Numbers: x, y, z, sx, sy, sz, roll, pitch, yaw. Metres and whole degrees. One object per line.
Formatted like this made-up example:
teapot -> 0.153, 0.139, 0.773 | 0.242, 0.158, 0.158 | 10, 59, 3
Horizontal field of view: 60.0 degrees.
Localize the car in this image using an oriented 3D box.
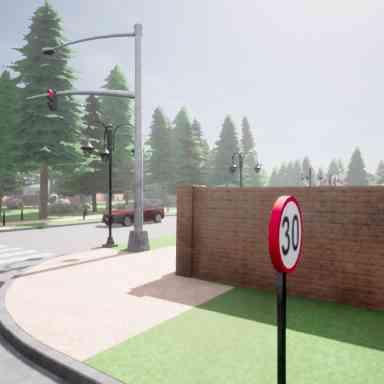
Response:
car -> -3.973, 1.464, 23.129 | 1.882, 1.535, 5.008 | 0, 0, 35
